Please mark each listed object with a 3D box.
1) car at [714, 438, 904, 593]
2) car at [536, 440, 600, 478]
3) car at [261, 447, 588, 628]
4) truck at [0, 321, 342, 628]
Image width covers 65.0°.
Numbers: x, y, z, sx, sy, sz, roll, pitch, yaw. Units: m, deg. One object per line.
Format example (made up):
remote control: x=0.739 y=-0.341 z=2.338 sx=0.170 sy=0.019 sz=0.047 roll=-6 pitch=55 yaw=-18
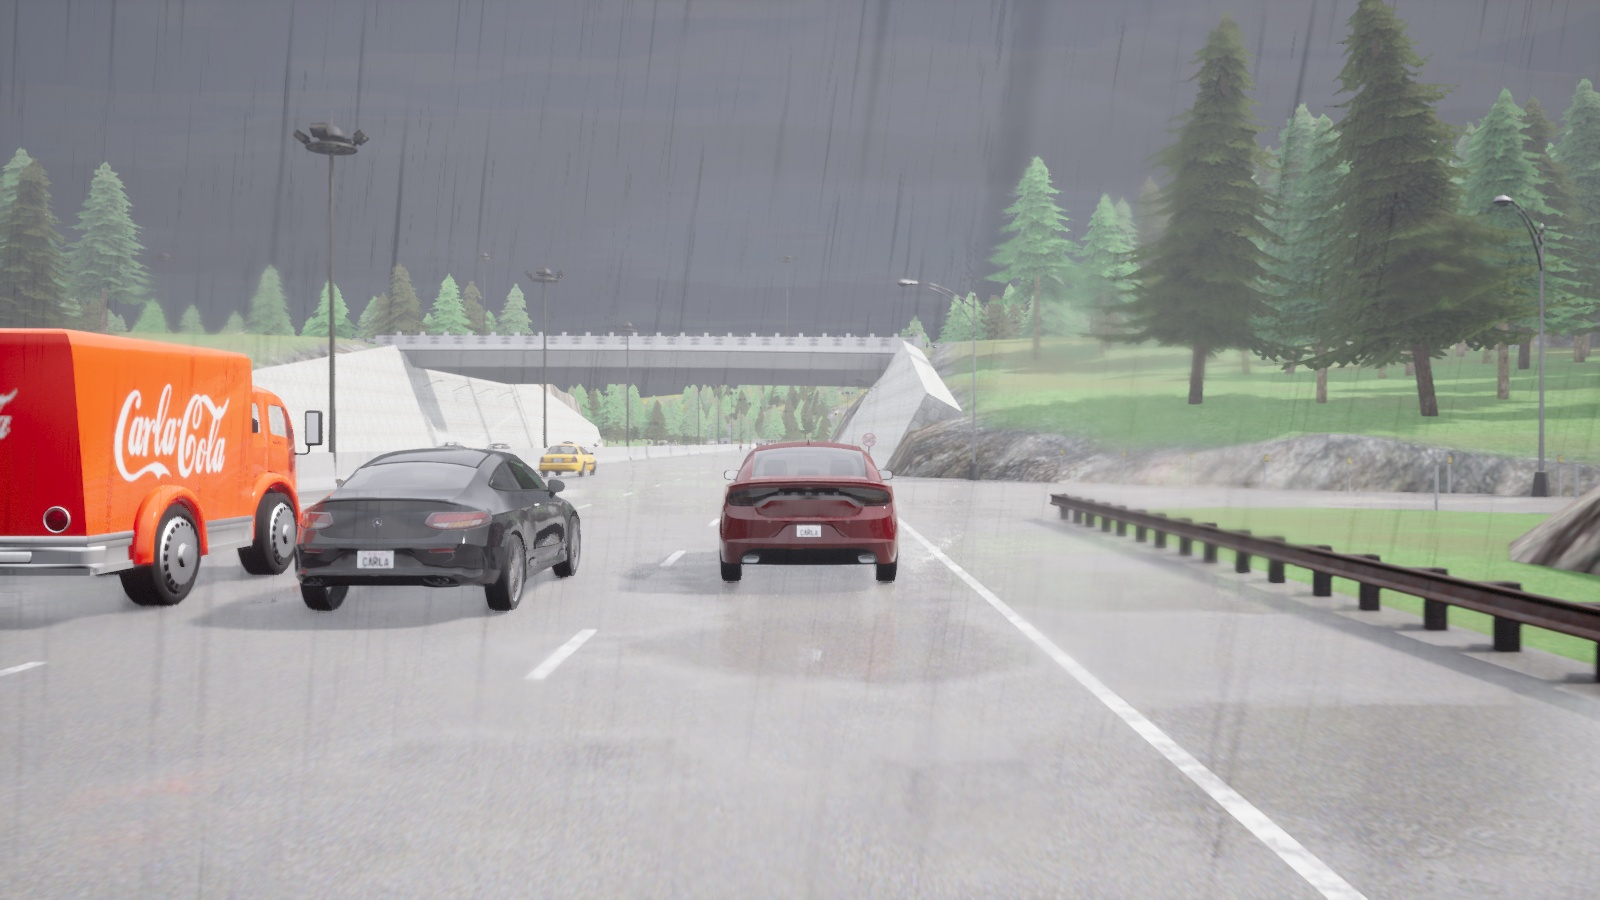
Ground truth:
car: x=0.100 y=0.640 z=14.953 sx=1.882 sy=1.535 sz=5.008 roll=0 pitch=0 yaw=0
car: x=-10.170 y=0.365 z=55.340 sx=1.801 sy=1.575 sz=5.366 roll=0 pitch=0 yaw=0
car: x=-3.414 y=0.699 z=12.439 sx=1.812 sy=1.442 sz=4.674 roll=0 pitch=0 yaw=0
truck: x=-6.912 y=0.183 z=12.716 sx=2.627 sy=2.467 sz=5.204 roll=0 pitch=0 yaw=0
